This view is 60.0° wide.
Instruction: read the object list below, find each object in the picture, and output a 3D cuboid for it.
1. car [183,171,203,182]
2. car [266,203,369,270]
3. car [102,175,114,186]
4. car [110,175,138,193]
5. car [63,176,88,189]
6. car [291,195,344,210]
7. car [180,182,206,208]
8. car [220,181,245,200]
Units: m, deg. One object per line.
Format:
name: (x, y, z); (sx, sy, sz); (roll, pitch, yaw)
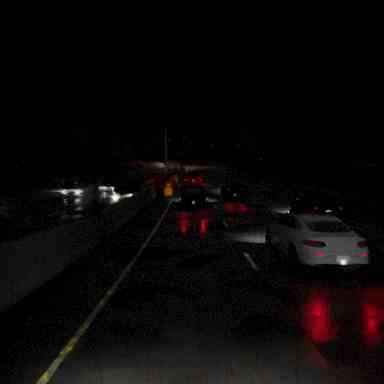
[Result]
car: (0.154, -1.489, 40.015); (2.150, 2.045, 5.566); (0, 6, 0)
car: (3.601, 1.328, 10.213); (1.812, 1.442, 4.674); (0, 2, 0)
car: (-10.432, -1.603, 44.397); (2.033, 1.411, 5.357); (0, 6, 1)
car: (-7.043, -0.825, 35.978); (1.882, 1.535, 5.008); (0, 6, 1)
car: (-13.996, -1.208, 40.250); (1.812, 1.442, 4.674); (0, 5, 1)
car: (7.102, 0.853, 19.268); (1.994, 1.385, 4.181); (0, 4, 0)
car: (0.105, 0.311, 25.136); (1.812, 1.442, 4.674); (0, 6, 0)
car: (3.615, -0.211, 30.033); (2.128, 1.511, 4.902); (0, 6, 0)
